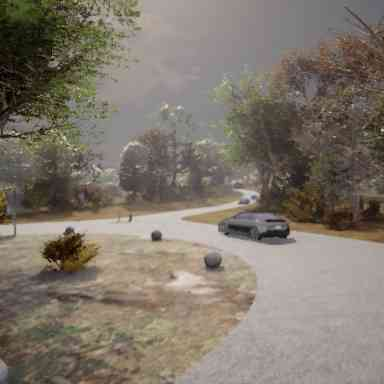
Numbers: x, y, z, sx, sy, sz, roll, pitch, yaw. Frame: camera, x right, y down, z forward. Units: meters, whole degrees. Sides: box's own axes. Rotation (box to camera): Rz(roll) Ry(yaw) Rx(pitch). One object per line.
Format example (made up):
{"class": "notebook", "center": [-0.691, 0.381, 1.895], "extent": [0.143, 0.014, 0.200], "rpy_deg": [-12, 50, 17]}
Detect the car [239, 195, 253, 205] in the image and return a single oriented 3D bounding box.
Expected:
{"class": "car", "center": [11.334, 1.928, 71.459], "extent": [1.994, 1.385, 4.181], "rpy_deg": [-1, 1, 18]}

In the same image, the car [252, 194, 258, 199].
{"class": "car", "center": [16.771, 1.343, 89.527], "extent": [1.837, 1.490, 4.892], "rpy_deg": [-1, 2, 14]}

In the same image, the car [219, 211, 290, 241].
{"class": "car", "center": [3.153, 1.683, 17.565], "extent": [1.994, 1.385, 4.181], "rpy_deg": [-1, -1, -28]}
